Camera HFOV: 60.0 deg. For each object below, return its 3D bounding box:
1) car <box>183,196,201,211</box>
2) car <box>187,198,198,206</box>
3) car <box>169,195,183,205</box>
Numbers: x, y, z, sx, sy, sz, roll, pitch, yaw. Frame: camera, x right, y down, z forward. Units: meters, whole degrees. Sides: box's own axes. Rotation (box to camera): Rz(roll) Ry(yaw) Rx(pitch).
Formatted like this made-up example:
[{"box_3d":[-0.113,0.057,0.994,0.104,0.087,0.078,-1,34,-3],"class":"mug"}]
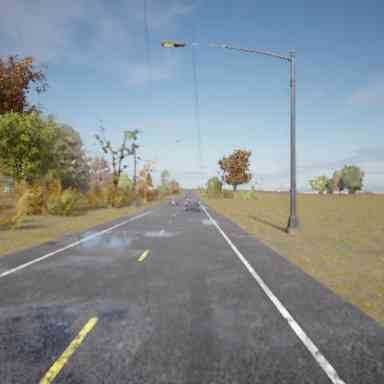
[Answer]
[{"box_3d":[0.093,1.720,44.155,2.128,1.511,4.902,0,0,0],"class":"car"},{"box_3d":[0.091,1.886,63.310,1.994,1.385,4.181,0,0,0],"class":"car"},{"box_3d":[-3.520,1.839,65.607,2.128,1.511,4.902,0,0,0],"class":"car"}]
